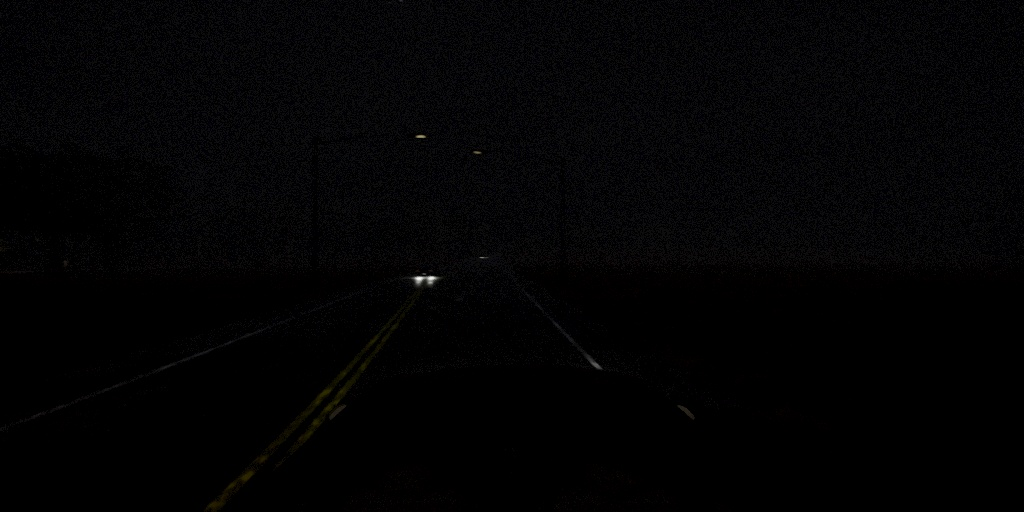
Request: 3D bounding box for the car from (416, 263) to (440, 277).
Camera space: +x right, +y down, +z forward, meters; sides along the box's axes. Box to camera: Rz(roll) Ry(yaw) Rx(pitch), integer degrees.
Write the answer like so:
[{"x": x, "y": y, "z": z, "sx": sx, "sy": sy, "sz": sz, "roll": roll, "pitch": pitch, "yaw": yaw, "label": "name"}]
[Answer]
[{"x": -9.068, "y": 1.445, "z": 39.134, "sx": 2.033, "sy": 1.411, "sz": 5.357, "roll": 0, "pitch": 0, "yaw": -3, "label": "car"}]
